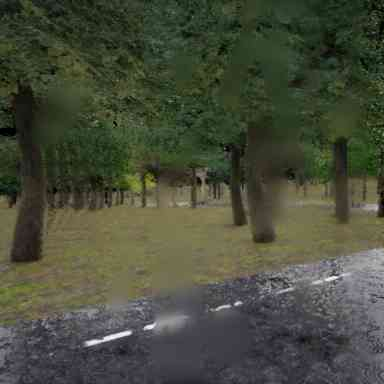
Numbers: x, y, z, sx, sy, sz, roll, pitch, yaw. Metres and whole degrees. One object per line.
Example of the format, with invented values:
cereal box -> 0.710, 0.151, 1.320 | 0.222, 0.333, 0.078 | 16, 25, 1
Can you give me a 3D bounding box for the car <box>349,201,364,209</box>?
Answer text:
car -> 29.074, 2.308, 60.960 | 1.994, 1.385, 4.181 | -4, 1, -36
